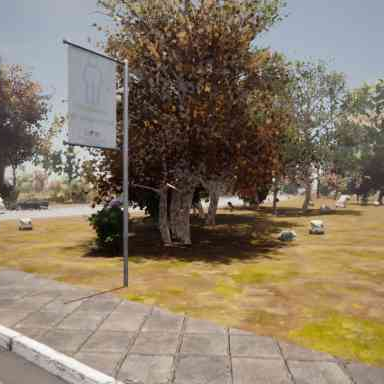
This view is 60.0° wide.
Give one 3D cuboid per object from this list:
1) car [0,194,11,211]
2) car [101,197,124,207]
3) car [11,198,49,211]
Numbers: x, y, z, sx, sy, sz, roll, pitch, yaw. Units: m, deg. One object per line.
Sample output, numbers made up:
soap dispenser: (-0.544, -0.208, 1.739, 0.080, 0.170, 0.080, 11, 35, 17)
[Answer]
car: (-21.438, 1.218, 32.588, 2.150, 2.045, 5.566, 0, 0, 39)
car: (-10.520, 1.490, 46.403, 1.812, 1.442, 4.674, 0, 0, 38)
car: (-19.872, 1.499, 40.169, 1.837, 1.490, 4.892, 0, 0, 38)
